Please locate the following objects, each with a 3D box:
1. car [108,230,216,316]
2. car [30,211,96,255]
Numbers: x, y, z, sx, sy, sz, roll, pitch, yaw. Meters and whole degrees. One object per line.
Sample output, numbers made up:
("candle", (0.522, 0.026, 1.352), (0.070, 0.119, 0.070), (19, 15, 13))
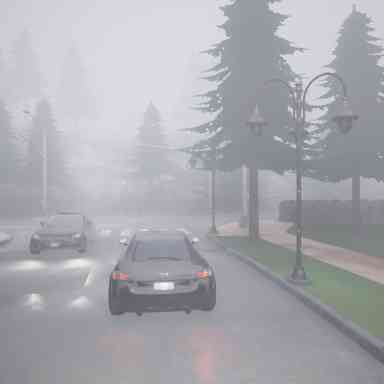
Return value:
("car", (-0.724, 1.564, 7.631), (1.994, 1.385, 4.181), (0, 0, -7))
("car", (-5.030, 1.527, 13.568), (1.812, 1.442, 4.674), (0, 0, -9))
